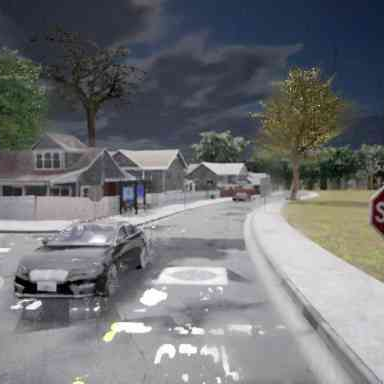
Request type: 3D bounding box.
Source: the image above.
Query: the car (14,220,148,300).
[{"bbox_3d":[-2.398,1.488,8.363,2.128,1.511,4.902,0,-2,4],"label":"car"}]

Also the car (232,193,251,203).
[{"bbox_3d":[7.433,0.795,49.413,2.033,1.411,5.357,1,2,23],"label":"car"}]
